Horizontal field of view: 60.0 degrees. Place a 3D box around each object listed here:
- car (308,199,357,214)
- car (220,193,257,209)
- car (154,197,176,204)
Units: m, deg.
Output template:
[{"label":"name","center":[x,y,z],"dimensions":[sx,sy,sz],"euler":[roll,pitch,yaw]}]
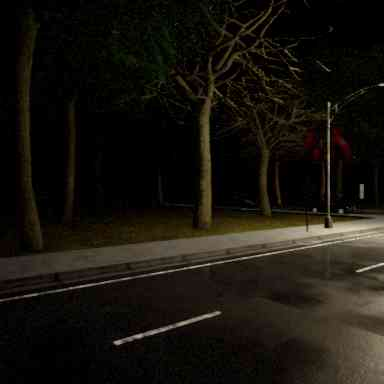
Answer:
[{"label":"car","center":[14.572,1.501,34.707],"dimensions":[1.837,1.490,4.892],"euler":[0,0,-39]},{"label":"car","center":[6.241,1.201,45.554],"dimensions":[2.150,2.045,5.566],"euler":[0,0,-38]},{"label":"car","center":[-4.874,1.567,60.096],"dimensions":[1.895,1.301,4.718],"euler":[0,0,-37]}]
